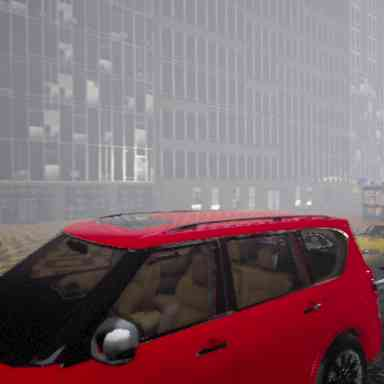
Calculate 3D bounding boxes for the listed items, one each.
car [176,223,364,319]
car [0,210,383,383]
[{"bbox_3d":[2.005,1.593,8.010,4.403,1.369,2.008,0,-1,-36],"label":"car"},{"bbox_3d":[-0.398,1.233,3.083,5.566,2.045,2.150,1,0,-37],"label":"car"}]
